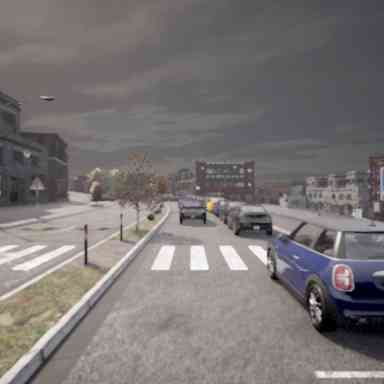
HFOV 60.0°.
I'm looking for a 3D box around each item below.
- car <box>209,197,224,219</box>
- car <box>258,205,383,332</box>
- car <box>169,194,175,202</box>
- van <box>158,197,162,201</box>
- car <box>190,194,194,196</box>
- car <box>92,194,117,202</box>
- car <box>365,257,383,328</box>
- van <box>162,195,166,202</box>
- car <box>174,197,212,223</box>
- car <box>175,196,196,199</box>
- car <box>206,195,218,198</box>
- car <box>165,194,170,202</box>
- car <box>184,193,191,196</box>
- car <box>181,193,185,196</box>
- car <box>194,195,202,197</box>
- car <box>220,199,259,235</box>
[{"bbox_3d":[2.874,1.392,28.942,2.002,1.452,4.674,0,0,-1],"label":"car"},{"bbox_3d":[2.997,1.311,6.933,2.185,1.767,4.553,0,0,0],"label":"car"},{"bbox_3d":[-3.479,1.640,78.492,2.002,1.452,4.674,0,-1,-12],"label":"car"},{"bbox_3d":[-7.618,1.783,94.725,1.878,1.987,4.442,0,-2,-15],"label":"van"},{"bbox_3d":[1.213,1.406,51.194,2.002,1.452,4.674,0,0,-6],"label":"car"},{"bbox_3d":[-22.089,1.597,85.197,5.566,2.045,2.435,0,-1,-15],"label":"car"},{"bbox_3d":[2.997,1.511,1.441,2.002,1.452,4.674,0,0,0],"label":"car"},{"bbox_3d":[-6.133,1.626,89.391,1.878,1.987,4.442,0,-1,-14],"label":"van"},{"bbox_3d":[0.032,1.364,23.868,2.128,1.511,4.902,0,0,-1],"label":"car"},{"bbox_3d":[-0.850,1.480,41.993,1.895,1.301,4.718,0,0,-5],"label":"car"},{"bbox_3d":[2.642,1.355,34.486,2.097,1.535,5.008,0,0,-2],"label":"car"},{"bbox_3d":[-4.750,1.753,83.886,2.002,1.452,4.674,0,-1,-14],"label":"car"},{"bbox_3d":[0.525,1.372,56.572,2.231,1.521,4.892,0,0,-7],"label":"car"},{"bbox_3d":[-0.317,1.269,62.145,2.185,1.767,4.553,0,0,-9],"label":"car"},{"bbox_3d":[1.797,1.392,45.705,2.163,1.488,4.792,0,0,-5],"label":"car"},{"bbox_3d":[2.996,1.374,17.875,2.231,1.521,4.892,0,0,0],"label":"car"}]
